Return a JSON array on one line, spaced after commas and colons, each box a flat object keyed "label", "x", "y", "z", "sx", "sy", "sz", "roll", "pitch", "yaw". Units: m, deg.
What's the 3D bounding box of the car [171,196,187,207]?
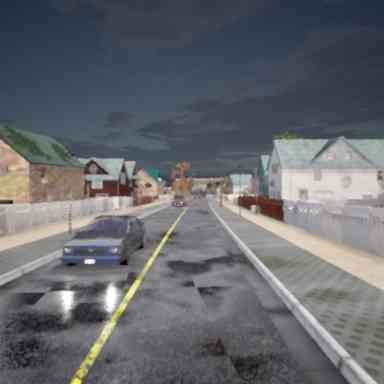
[{"label": "car", "x": -1.923, "y": 1.332, "z": 50.361, "sx": 2.097, "sy": 1.767, "sz": 4.553, "roll": 0, "pitch": 0, "yaw": 2}]

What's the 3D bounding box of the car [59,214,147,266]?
[{"label": "car", "x": -2.770, "y": 1.521, "z": 11.773, "sx": 2.033, "sy": 1.411, "sz": 5.357, "roll": 0, "pitch": 0, "yaw": 1}]
